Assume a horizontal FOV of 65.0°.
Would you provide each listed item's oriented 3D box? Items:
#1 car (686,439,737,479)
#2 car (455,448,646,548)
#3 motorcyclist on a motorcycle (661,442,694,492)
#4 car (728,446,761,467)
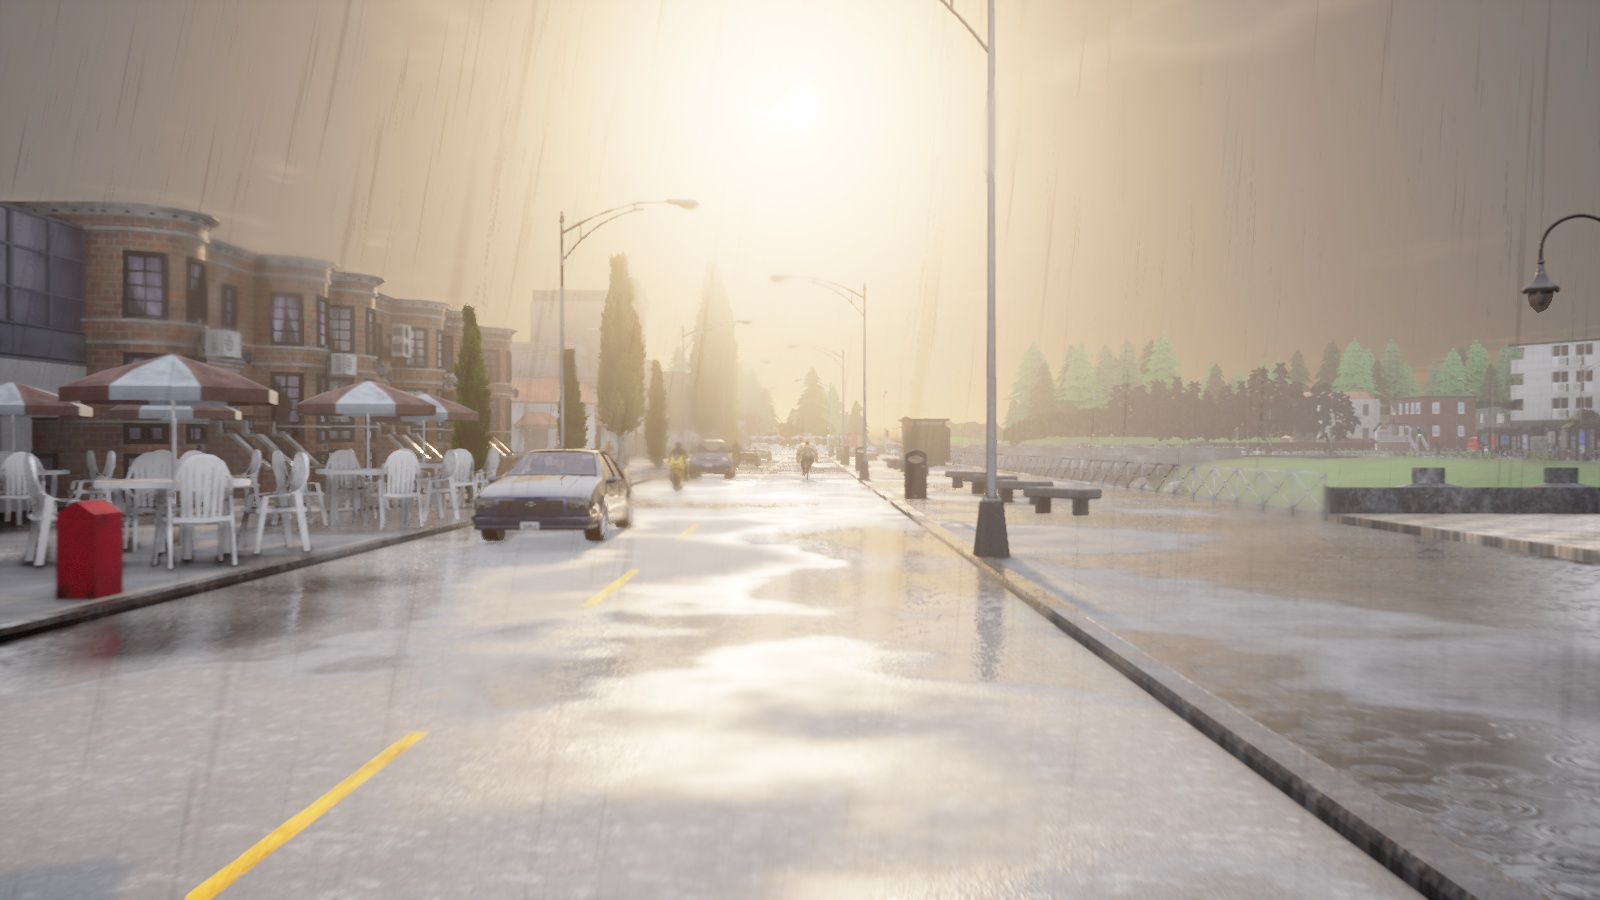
[{"bbox_3d":[-3.691,0.344,52.898,1.851,1.617,3.988,0,0,0],"label":"car"},{"bbox_3d":[-3.871,0.675,20.539,2.033,1.411,5.357,0,0,0],"label":"car"},{"bbox_3d":[-3.770,0.507,38.745,0.797,1.523,2.044,0,0,0],"label":"motorcyclist on a motorcycle"},{"bbox_3d":[-3.537,0.389,80.764,1.895,1.301,4.718,0,0,0],"label":"car"}]
